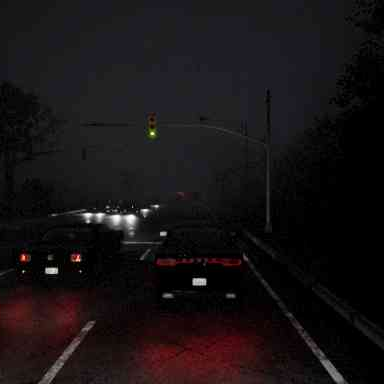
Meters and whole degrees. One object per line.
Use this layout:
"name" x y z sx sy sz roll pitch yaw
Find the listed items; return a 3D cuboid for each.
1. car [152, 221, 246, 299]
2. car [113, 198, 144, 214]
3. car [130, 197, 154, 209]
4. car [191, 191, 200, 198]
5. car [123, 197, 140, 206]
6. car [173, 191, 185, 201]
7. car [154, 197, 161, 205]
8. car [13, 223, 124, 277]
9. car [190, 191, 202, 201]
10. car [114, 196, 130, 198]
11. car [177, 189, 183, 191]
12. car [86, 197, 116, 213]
"car" 0.152 1.477 8.505 1.882 1.535 5.008 0 0 0
"car" -6.765 1.600 35.971 1.895 1.301 4.718 0 0 1
"car" -6.671 1.562 44.830 1.994 1.385 4.181 0 0 0
"car" 0.807 0.559 77.585 1.895 1.301 4.718 0 3 1
"car" -10.031 1.519 55.602 1.994 1.385 4.181 0 1 1
"car" -2.815 1.068 66.851 2.033 1.411 5.357 0 3 1
"car" -6.506 1.481 57.380 1.994 1.385 4.181 0 2 1
"car" -3.374 1.601 10.181 1.895 1.301 4.718 0 0 -1
"car" 0.785 0.736 66.920 2.150 2.045 5.566 0 3 1
"car" -10.152 1.350 45.651 2.097 1.767 4.553 0 0 1
"car" -2.698 0.171 77.229 2.097 1.767 4.553 0 3 1
"car" -10.250 1.562 37.050 1.994 1.385 4.181 0 0 1
